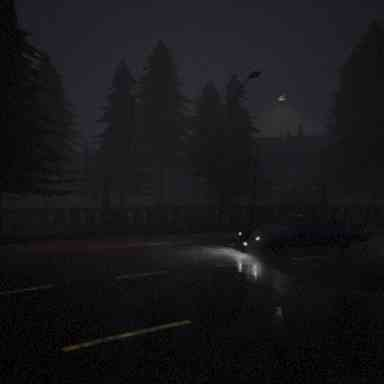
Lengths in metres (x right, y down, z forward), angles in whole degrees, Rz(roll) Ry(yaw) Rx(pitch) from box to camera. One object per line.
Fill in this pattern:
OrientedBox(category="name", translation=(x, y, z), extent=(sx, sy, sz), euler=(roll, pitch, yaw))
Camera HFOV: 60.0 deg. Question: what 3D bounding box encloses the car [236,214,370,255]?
OrientedBox(category="car", translation=(4.555, 1.597, 13.499), extent=(5.357, 1.411, 2.033), euler=(0, 0, -19))
